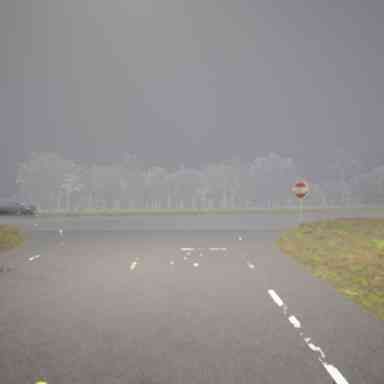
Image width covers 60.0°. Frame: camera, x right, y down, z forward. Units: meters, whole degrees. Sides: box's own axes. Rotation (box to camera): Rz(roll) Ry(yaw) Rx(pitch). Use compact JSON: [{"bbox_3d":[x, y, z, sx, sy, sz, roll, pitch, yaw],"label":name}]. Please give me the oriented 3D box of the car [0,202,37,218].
[{"bbox_3d":[-16.201,1.579,29.460,4.674,1.442,1.812,-1,-3,1],"label":"car"}]
